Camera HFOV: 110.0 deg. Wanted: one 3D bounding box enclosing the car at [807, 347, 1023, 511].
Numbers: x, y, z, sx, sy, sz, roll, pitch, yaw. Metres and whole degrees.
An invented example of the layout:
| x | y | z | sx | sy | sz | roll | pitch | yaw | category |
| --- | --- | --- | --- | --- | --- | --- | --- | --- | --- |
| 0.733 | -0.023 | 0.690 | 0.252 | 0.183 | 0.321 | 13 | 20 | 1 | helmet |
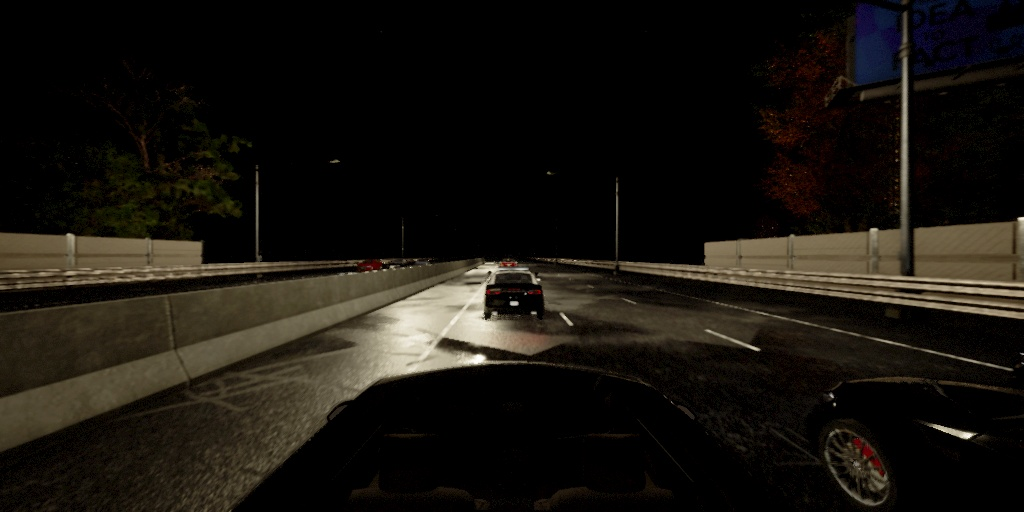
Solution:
| x | y | z | sx | sy | sz | roll | pitch | yaw | category |
| --- | --- | --- | --- | --- | --- | --- | --- | --- | --- |
| 3.593 | 1.275 | 1.278 | 1.812 | 1.442 | 4.674 | 0 | 0 | 0 | car |

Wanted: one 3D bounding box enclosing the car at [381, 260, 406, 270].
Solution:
| x | y | z | sx | sy | sz | roll | pitch | yaw | category |
| --- | --- | --- | --- | --- | --- | --- | --- | --- | --- |
| -14.697 | 1.222 | 46.355 | 2.128 | 1.511 | 4.902 | 0 | 0 | -1 | car |

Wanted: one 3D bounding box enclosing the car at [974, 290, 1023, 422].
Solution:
| x | y | z | sx | sy | sz | roll | pitch | yaw | category |
| --- | --- | --- | --- | --- | --- | --- | --- | --- | --- |
| 7.092 | 1.226 | 2.271 | 1.882 | 1.535 | 5.008 | 0 | 0 | 0 | car |

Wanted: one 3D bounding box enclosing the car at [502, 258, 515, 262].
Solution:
| x | y | z | sx | sy | sz | roll | pitch | yaw | category |
| --- | --- | --- | --- | --- | --- | --- | --- | --- | --- |
| -0.422 | 1.084 | 42.825 | 2.097 | 1.767 | 4.553 | 0 | 0 | -1 | car |

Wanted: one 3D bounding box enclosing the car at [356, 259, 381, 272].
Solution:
| x | y | z | sx | sy | sz | roll | pitch | yaw | category |
| --- | --- | --- | --- | --- | --- | --- | --- | --- | --- |
| -18.184 | 1.211 | 45.889 | 1.882 | 1.535 | 5.008 | 0 | 0 | -1 | car |

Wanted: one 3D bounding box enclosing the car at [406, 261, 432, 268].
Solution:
| x | y | z | sx | sy | sz | roll | pitch | yaw | category |
| --- | --- | --- | --- | --- | --- | --- | --- | --- | --- |
| -11.150 | 1.280 | 44.452 | 2.033 | 1.411 | 5.357 | 0 | 0 | -1 | car |

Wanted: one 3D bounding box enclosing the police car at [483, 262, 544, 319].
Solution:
| x | y | z | sx | sy | sz | roll | pitch | yaw | category |
| --- | --- | --- | --- | --- | --- | --- | --- | --- | --- |
| 0.045 | 1.174 | 13.015 | 1.930 | 1.638 | 5.238 | 0 | 0 | 0 | police car |
